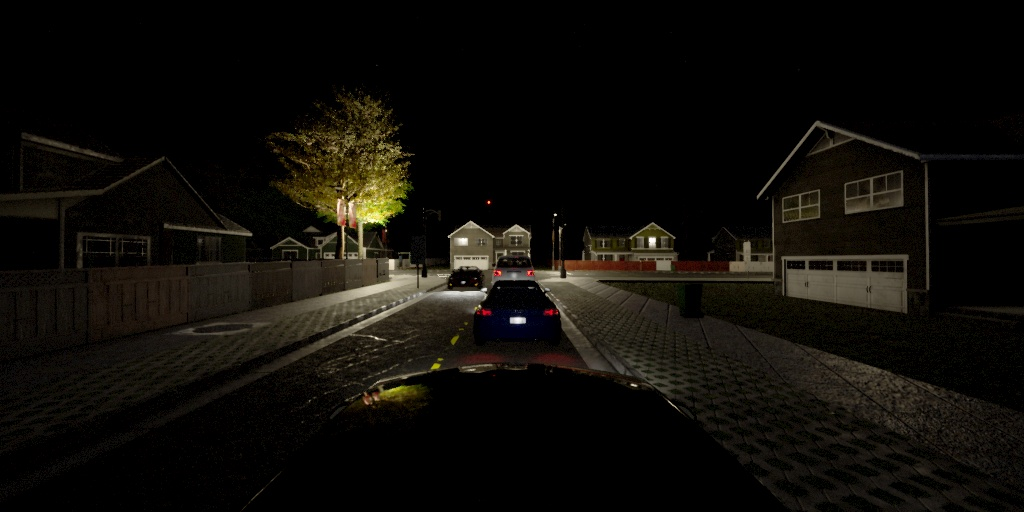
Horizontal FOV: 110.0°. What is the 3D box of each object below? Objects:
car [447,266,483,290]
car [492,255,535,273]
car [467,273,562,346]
[{"bbox_3d":[-2.759,1.318,22.341,1.994,1.385,4.181,0,0,0],"label":"car"},{"bbox_3d":[0.101,0.976,19.451,2.150,2.045,5.566,0,0,0],"label":"car"},{"bbox_3d":[0.106,1.316,9.489,1.994,1.385,4.181,0,0,0],"label":"car"}]
